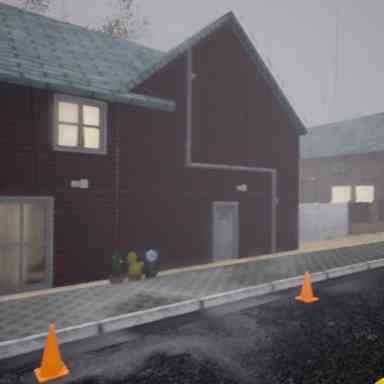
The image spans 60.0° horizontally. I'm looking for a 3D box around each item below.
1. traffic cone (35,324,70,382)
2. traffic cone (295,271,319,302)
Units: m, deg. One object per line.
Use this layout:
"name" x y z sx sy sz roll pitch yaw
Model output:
"traffic cone" -1.740 1.950 4.140 0.340 0.580 0.340 0 0 -35
"traffic cone" 2.423 1.953 7.003 0.340 0.580 0.340 0 0 -34
